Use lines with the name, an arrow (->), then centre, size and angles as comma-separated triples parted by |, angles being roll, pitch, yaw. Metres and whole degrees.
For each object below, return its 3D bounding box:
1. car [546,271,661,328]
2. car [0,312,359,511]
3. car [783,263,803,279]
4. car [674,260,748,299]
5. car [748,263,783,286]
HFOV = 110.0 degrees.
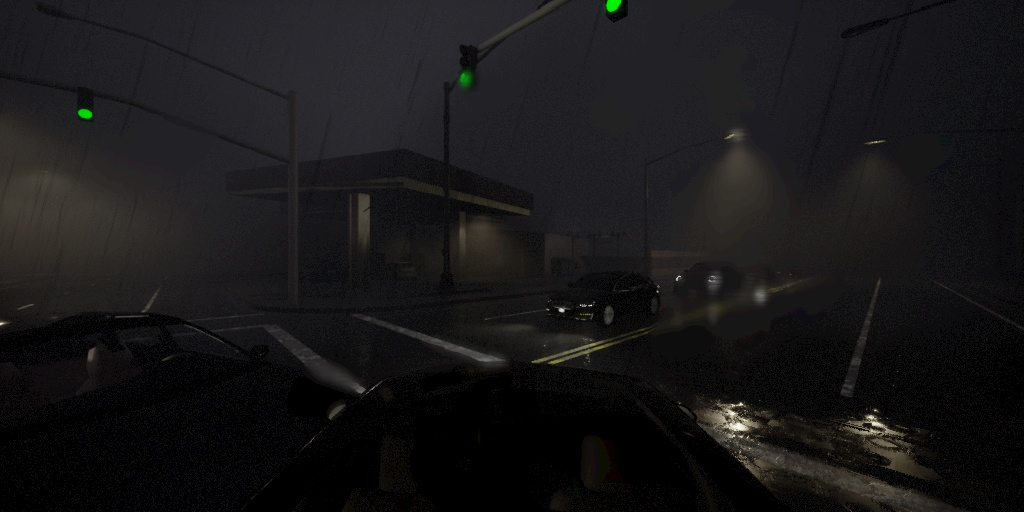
car -> 3.115, 1.254, 11.627 | 4.892, 1.490, 1.837 | 0, 0, -44
car -> -3.368, 1.242, 2.739 | 4.902, 1.511, 2.128 | 0, 0, 16
car -> 24.432, 1.309, 32.009 | 4.181, 1.385, 1.994 | 0, 0, -43
car -> 10.092, 1.100, 18.333 | 4.553, 1.767, 2.097 | 0, 0, -44
car -> 17.157, 1.310, 25.102 | 4.181, 1.385, 1.994 | 0, 0, -45
